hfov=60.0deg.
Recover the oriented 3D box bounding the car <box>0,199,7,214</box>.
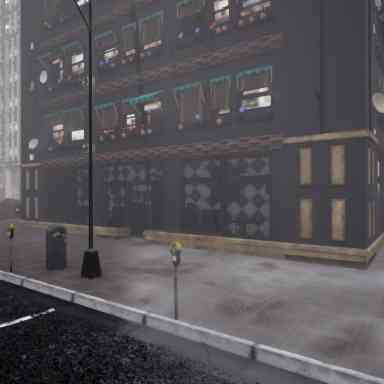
[{"bbox_3d":[-16.195,1.308,29.054,1.994,1.385,4.181,0,1,35],"label":"car"}]

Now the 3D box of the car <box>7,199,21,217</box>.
[{"bbox_3d":[-11.432,1.282,25.742,1.947,1.339,4.313,1,1,35],"label":"car"}]
